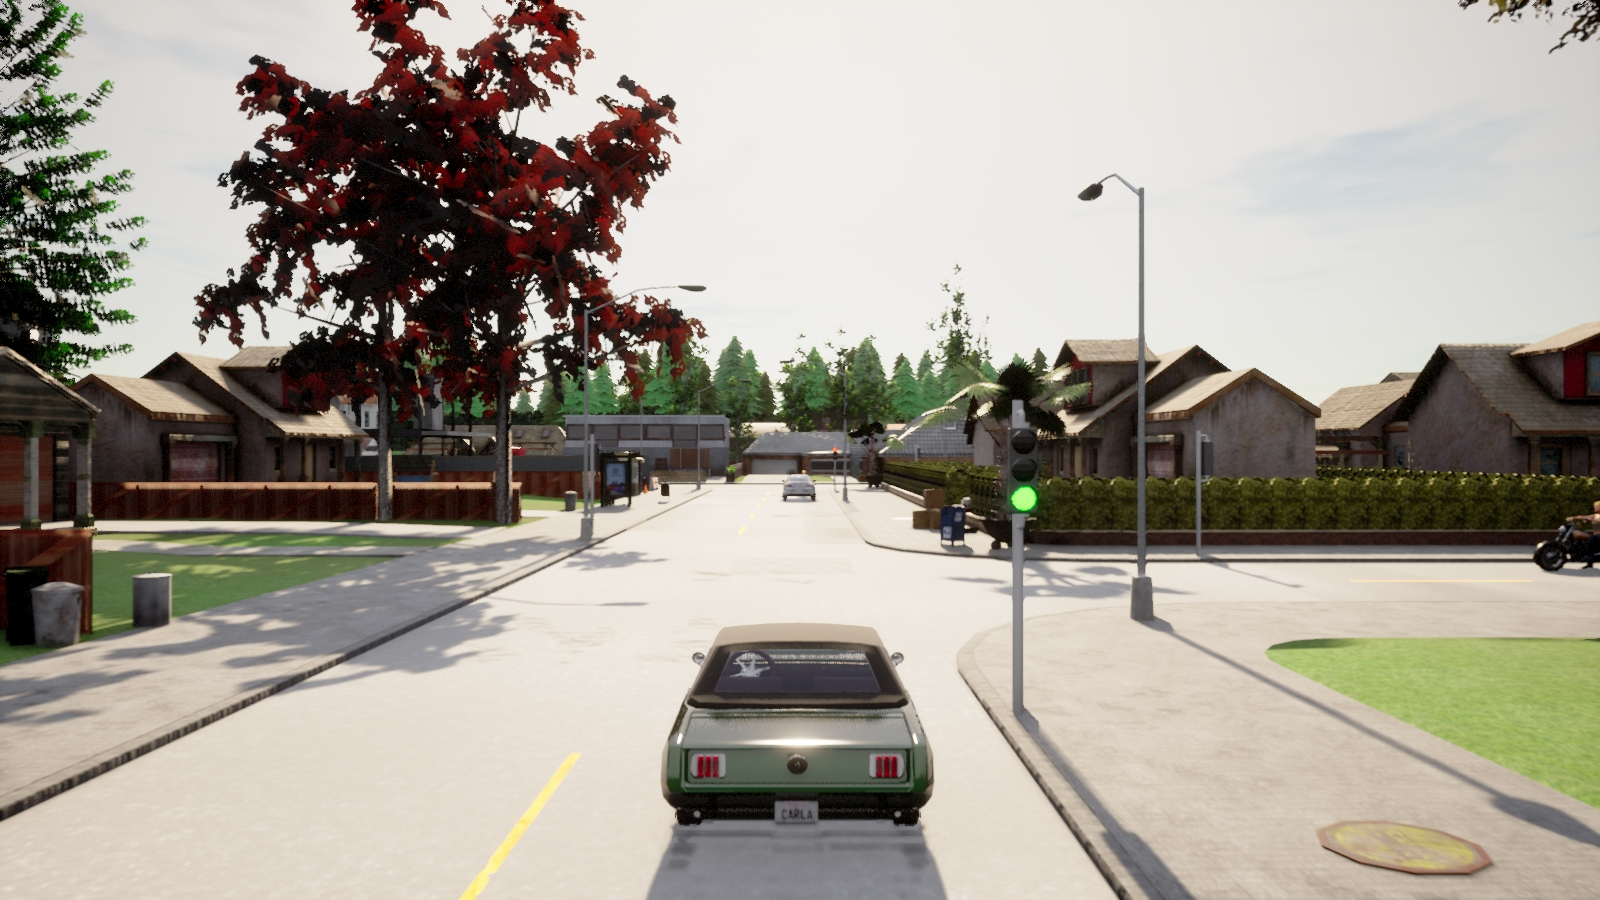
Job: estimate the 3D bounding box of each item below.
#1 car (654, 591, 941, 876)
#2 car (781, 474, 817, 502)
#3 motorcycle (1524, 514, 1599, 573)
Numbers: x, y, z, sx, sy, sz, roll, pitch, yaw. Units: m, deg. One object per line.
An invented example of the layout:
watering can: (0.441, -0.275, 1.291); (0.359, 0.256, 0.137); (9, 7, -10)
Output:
car: (-0.018, 2.163, 9.903); (1.895, 1.301, 4.718); (0, 0, 0)
car: (-0.052, 2.129, 65.328); (2.002, 1.442, 4.674); (0, 0, 0)
motorcycle: (18.286, 2.175, 26.614); (2.356, 1.307, 0.764); (0, 0, 0)
